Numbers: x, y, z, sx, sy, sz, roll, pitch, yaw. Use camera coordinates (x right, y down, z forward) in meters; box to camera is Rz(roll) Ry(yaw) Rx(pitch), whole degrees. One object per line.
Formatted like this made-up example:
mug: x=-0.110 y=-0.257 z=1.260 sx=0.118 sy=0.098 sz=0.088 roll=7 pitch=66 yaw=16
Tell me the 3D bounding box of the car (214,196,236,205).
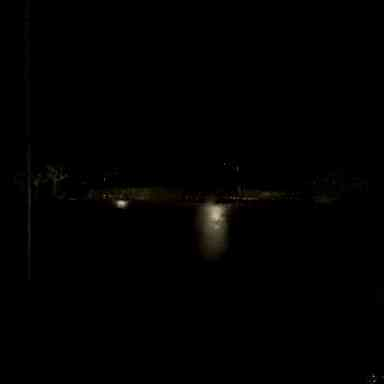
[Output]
car: x=5.655 y=1.419 z=57.560 sx=1.812 sy=1.442 sz=4.674 roll=2 pitch=-1 yaw=-35
